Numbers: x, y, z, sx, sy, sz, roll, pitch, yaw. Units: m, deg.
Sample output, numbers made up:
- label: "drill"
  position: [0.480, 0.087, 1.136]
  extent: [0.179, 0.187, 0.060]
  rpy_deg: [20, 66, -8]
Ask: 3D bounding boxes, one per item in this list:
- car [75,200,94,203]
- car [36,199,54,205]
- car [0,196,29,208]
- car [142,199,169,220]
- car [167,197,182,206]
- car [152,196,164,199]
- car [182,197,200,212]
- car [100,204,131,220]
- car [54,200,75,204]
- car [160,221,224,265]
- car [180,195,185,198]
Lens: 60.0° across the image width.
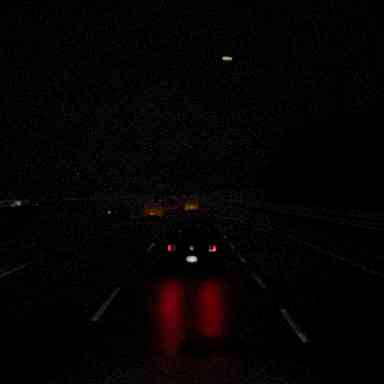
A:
- label: "car"
  position: [-17.527, 2.065, 56.118]
  extent: [1.895, 1.301, 4.718]
  rpy_deg: [0, 0, 1]
- label: "car"
  position: [-24.527, 1.965, 55.989]
  extent: [1.837, 1.490, 4.892]
  rpy_deg: [0, 0, 1]
- label: "car"
  position: [-28.028, 1.661, 52.818]
  extent: [2.150, 2.045, 5.566]
  rpy_deg: [0, 0, 1]
- label: "car"
  position: [-3.502, 1.733, 31.429]
  extent: [1.882, 1.535, 5.008]
  rpy_deg: [0, -1, 0]
- label: "car"
  position: [-3.504, 2.147, 67.409]
  extent: [1.895, 1.301, 4.718]
  rpy_deg: [0, 0, 0]
- label: "car"
  position: [-7.005, 1.768, 67.450]
  extent: [2.150, 2.045, 5.566]
  rpy_deg: [0, 0, 0]
- label: "car"
  position: [-0.003, 1.847, 44.173]
  extent: [1.882, 1.535, 5.008]
  rpy_deg: [0, 0, 0]
- label: "car"
  position: [-7.003, 1.795, 30.660]
  extent: [2.033, 1.411, 5.357]
  rpy_deg: [0, -1, 0]
- label: "car"
  position: [-21.023, 2.067, 56.457]
  extent: [1.895, 1.301, 4.718]
  rpy_deg: [0, 0, 1]
- label: "car"
  position: [-0.001, 1.685, 11.946]
  extent: [1.895, 1.301, 4.718]
  rpy_deg: [0, 0, 0]
- label: "car"
  position: [-3.507, 2.125, 83.336]
  extent: [1.882, 1.535, 5.008]
  rpy_deg: [0, 0, 0]
